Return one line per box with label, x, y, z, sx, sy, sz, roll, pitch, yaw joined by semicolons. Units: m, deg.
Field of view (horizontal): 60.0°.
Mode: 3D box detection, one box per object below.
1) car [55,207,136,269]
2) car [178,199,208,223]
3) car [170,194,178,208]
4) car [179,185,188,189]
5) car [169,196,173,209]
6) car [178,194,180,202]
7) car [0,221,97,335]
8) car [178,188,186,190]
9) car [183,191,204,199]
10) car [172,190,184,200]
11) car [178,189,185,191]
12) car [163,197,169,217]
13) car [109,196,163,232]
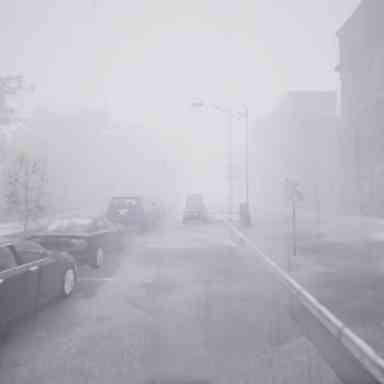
car;-3.591;1.501;11.321;2.097;1.535;5.008;0;0;3
car;0.237;1.542;25.191;2.033;1.411;5.357;0;0;0
car;-3.399;1.438;44.779;1.946;1.575;5.366;0;1;3
car;-3.147;-0.268;92.034;2.185;1.767;4.553;0;4;3
car;-3.479;1.525;33.532;2.163;1.488;4.792;-1;1;3
car;-3.372;1.454;50.916;2.002;1.452;4.674;0;0;3
car;-3.622;1.519;5.779;2.231;1.521;4.892;0;-1;3
car;-3.188;0.511;80.923;2.231;1.521;4.892;1;3;2
car;0.335;1.189;42.668;2.150;2.045;5.566;0;0;0
car;-3.275;1.049;64.172;2.185;1.767;4.553;2;2;2
car;-3.217;0.767;75.190;1.946;1.575;5.366;1;3;2
car;-3.500;1.352;27.927;2.185;1.767;4.553;0;1;3
car;-3.541;1.227;20.274;2.435;2.045;5.566;0;0;3
